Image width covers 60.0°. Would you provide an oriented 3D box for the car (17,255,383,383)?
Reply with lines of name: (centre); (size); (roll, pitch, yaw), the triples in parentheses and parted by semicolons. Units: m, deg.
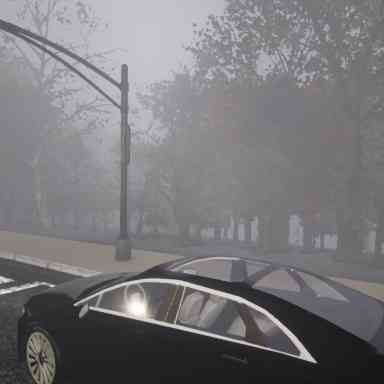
car: (0.017, 1.491, 3.688); (4.902, 1.511, 2.128); (0, 0, 34)
